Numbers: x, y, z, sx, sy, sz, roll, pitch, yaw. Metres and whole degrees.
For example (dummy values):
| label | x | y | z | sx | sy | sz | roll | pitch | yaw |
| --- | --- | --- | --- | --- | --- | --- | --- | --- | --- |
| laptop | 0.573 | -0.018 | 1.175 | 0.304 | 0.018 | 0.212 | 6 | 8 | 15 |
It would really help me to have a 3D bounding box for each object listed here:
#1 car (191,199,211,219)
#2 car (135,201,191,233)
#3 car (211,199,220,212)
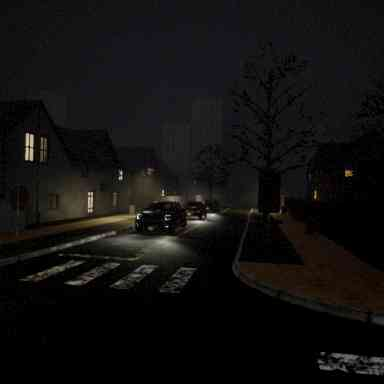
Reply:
| label | x | y | z | sx | sy | sz | roll | pitch | yaw |
| --- | --- | --- | --- | --- | --- | --- | --- | --- | --- |
| car | 0.222 | 1.550 | 29.388 | 1.812 | 1.442 | 4.674 | 1 | 0 | 11 |
| car | -1.699 | 1.335 | 19.526 | 2.097 | 1.767 | 4.553 | 1 | 0 | 11 |
| car | 2.226 | 1.561 | 39.587 | 2.128 | 1.511 | 4.902 | 1 | 0 | 11 |
